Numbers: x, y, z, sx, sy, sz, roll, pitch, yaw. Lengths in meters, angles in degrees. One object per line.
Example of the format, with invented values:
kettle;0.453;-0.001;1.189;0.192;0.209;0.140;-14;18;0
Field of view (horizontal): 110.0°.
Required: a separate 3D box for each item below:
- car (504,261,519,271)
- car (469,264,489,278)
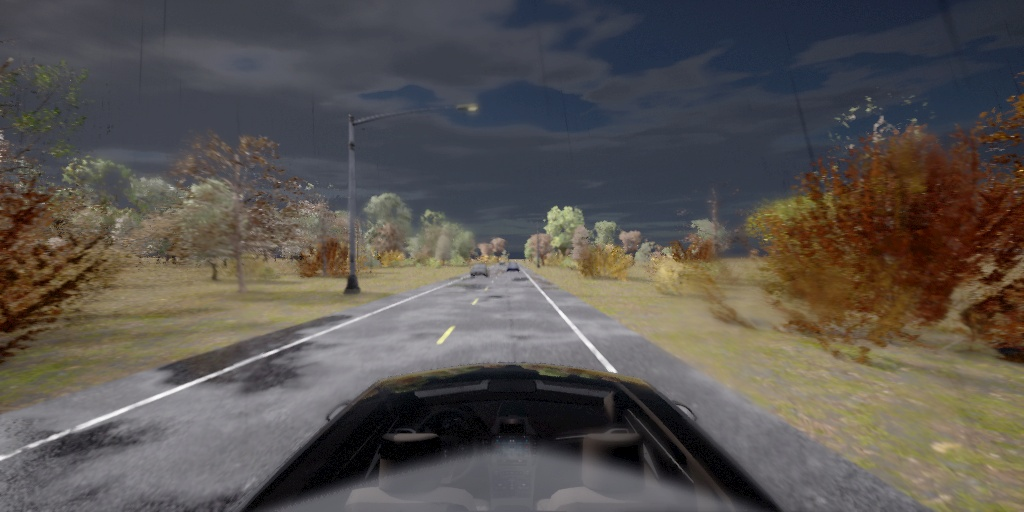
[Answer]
car;0.193;1.796;59.355;1.994;1.385;4.181;-1;-1;0
car;-3.517;1.607;39.545;1.837;1.490;4.892;-1;-1;0
